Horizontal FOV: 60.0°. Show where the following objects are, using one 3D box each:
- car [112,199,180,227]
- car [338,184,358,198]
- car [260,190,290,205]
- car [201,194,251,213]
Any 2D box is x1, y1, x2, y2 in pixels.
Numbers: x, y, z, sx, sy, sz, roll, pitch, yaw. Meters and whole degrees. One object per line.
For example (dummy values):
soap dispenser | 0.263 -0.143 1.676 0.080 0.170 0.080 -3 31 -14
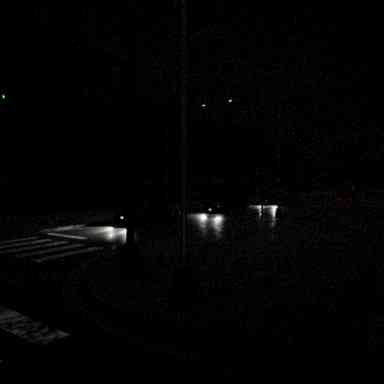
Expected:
car | -2.546 1.117 19.113 1.994 1.385 4.181 0 2 35
car | 24.361 -0.220 51.971 2.150 2.045 5.566 0 2 35
car | 8.868 0.555 35.211 1.837 1.490 4.892 0 2 35
car | 2.863 0.858 26.746 2.033 1.411 5.357 0 2 35
